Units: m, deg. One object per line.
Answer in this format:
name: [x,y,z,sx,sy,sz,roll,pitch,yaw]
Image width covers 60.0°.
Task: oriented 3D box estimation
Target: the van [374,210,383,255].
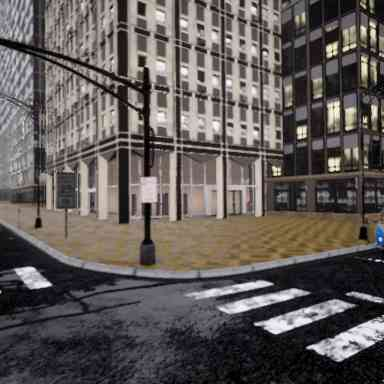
van: [8.595,1.467,12.679,3.998,1.788,1.690,0,-1,-35]
